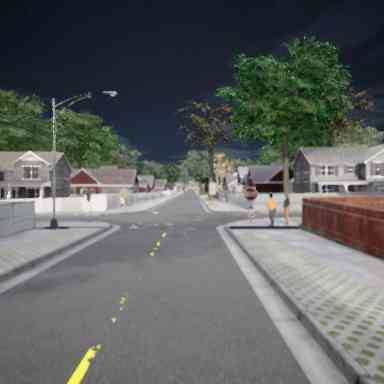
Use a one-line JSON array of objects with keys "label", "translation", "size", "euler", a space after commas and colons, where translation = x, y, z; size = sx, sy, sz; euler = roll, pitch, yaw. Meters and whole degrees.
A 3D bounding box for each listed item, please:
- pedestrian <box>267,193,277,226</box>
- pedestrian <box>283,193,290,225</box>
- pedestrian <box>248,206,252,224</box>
[{"label": "pedestrian", "translation": [4.515, 0.986, 18.852], "size": [0.375, 1.860, 0.375], "euler": [0, 1, 0]}, {"label": "pedestrian", "translation": [5.515, 0.975, 19.452], "size": [0.375, 1.860, 0.375], "euler": [0, 1, 0]}, {"label": "pedestrian", "translation": [3.515, 1.358, 20.057], "size": [0.500, 1.100, 0.500], "euler": [0, 1, 0]}]
